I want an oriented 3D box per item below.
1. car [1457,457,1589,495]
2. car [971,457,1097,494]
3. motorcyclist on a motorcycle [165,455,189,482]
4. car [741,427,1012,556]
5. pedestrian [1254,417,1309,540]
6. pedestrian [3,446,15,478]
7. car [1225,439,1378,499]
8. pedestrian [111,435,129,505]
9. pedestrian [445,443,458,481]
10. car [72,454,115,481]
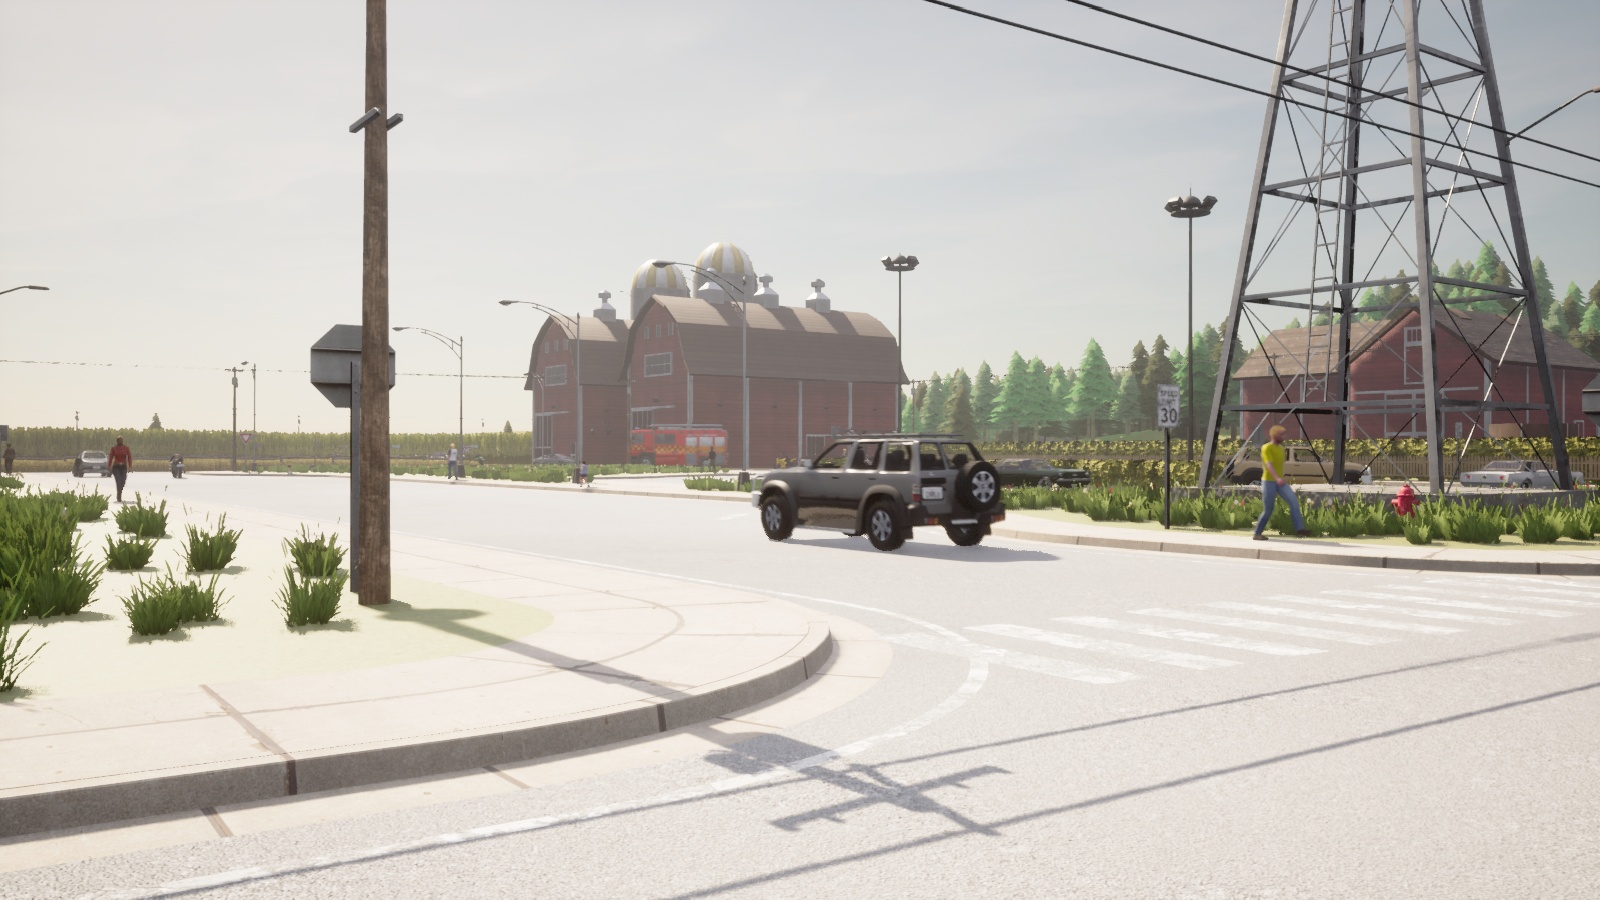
[{"bbox_3d":[25.803,0.900,44.784,4.718,1.301,1.895,0,0,-29],"label":"car"},{"bbox_3d":[8.860,0.944,47.950,1.895,1.301,4.718,0,0,-36],"label":"car"},{"bbox_3d":[-34.943,1.026,70.407,0.866,1.530,2.191,0,0,-36],"label":"motorcyclist on a motorcycle"},{"bbox_3d":[1.109,0.609,20.510,1.932,1.855,4.605,0,0,-36],"label":"car"},{"bbox_3d":[7.336,0.431,19.153,0.354,1.836,0.706,0,0,-32],"label":"pedestrian"},{"bbox_3d":[-44.443,0.667,70.561,0.869,1.805,0.328,0,0,44],"label":"pedestrian"},{"bbox_3d":[16.767,0.623,42.200,4.605,1.855,1.932,1,0,18],"label":"car"},{"bbox_3d":[-17.977,0.519,33.198,0.331,1.846,0.636,0,0,-35],"label":"pedestrian"},{"bbox_3d":[-16.722,0.583,60.298,0.354,1.836,0.706,0,0,-38],"label":"pedestrian"},{"bbox_3d":[-40.925,0.988,72.704,1.789,1.549,3.705,0,0,-36],"label":"car"}]
